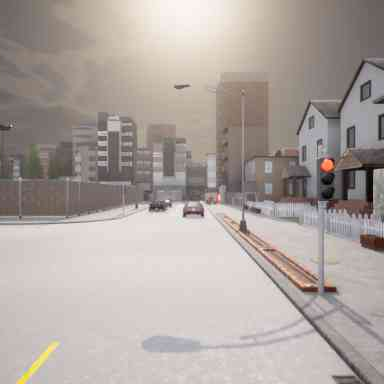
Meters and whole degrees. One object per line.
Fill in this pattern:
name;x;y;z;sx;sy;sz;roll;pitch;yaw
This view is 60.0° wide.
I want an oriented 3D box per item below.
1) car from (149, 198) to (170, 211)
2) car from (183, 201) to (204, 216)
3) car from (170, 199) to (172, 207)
car;-4.092;1.601;40.470;1.895;1.301;4.718;0;0;0
car;0.122;1.564;32.289;1.994;1.385;4.181;0;0;0
car;-4.078;1.564;50.539;1.994;1.385;4.181;0;0;0
